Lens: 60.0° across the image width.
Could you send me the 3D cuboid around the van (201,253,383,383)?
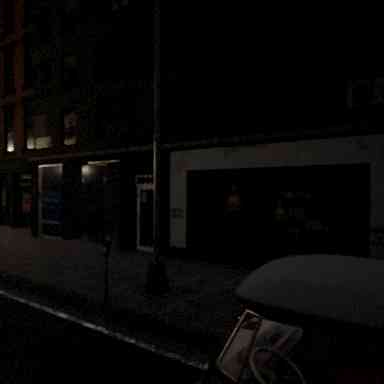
[{"bbox_3d":[1.843,1.344,1.495,3.998,1.788,1.690,0,0,36],"label":"van"}]
